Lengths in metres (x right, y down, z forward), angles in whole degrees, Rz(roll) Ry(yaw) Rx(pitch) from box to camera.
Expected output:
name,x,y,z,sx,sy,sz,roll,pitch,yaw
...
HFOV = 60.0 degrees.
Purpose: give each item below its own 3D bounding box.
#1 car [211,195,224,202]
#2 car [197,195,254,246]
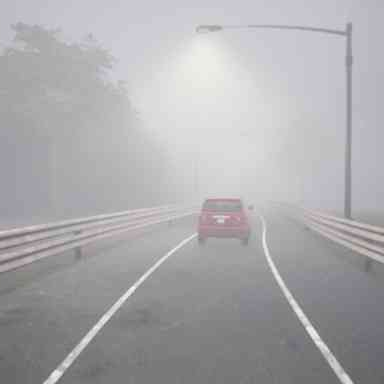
name,x,y,z,sx,sy,sz,roll,pitch,yaw
car,5.729,1.485,75.268,2.033,1.411,5.357,0,0,-8
car,1.666,1.229,15.743,2.150,2.045,5.566,0,0,11
